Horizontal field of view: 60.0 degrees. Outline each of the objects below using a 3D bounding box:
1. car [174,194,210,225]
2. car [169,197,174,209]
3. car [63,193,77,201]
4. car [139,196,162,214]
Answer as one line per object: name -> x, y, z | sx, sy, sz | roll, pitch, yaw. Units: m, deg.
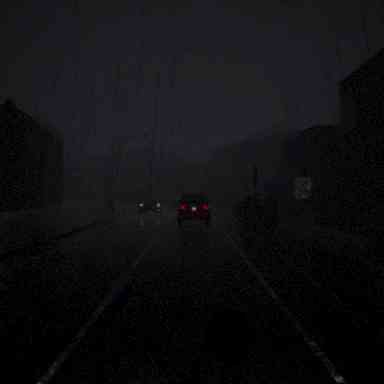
car -> 0.107, 1.122, 23.411 | 2.150, 2.045, 5.566 | 0, 0, 0
car -> -1.659, 1.304, 41.296 | 1.882, 1.535, 5.008 | 0, 0, -12
car -> -25.531, 0.945, 67.481 | 5.008, 1.535, 1.882 | 1, 0, 28
car -> -4.082, 1.207, 32.801 | 2.097, 1.767, 4.553 | 0, 0, -6
